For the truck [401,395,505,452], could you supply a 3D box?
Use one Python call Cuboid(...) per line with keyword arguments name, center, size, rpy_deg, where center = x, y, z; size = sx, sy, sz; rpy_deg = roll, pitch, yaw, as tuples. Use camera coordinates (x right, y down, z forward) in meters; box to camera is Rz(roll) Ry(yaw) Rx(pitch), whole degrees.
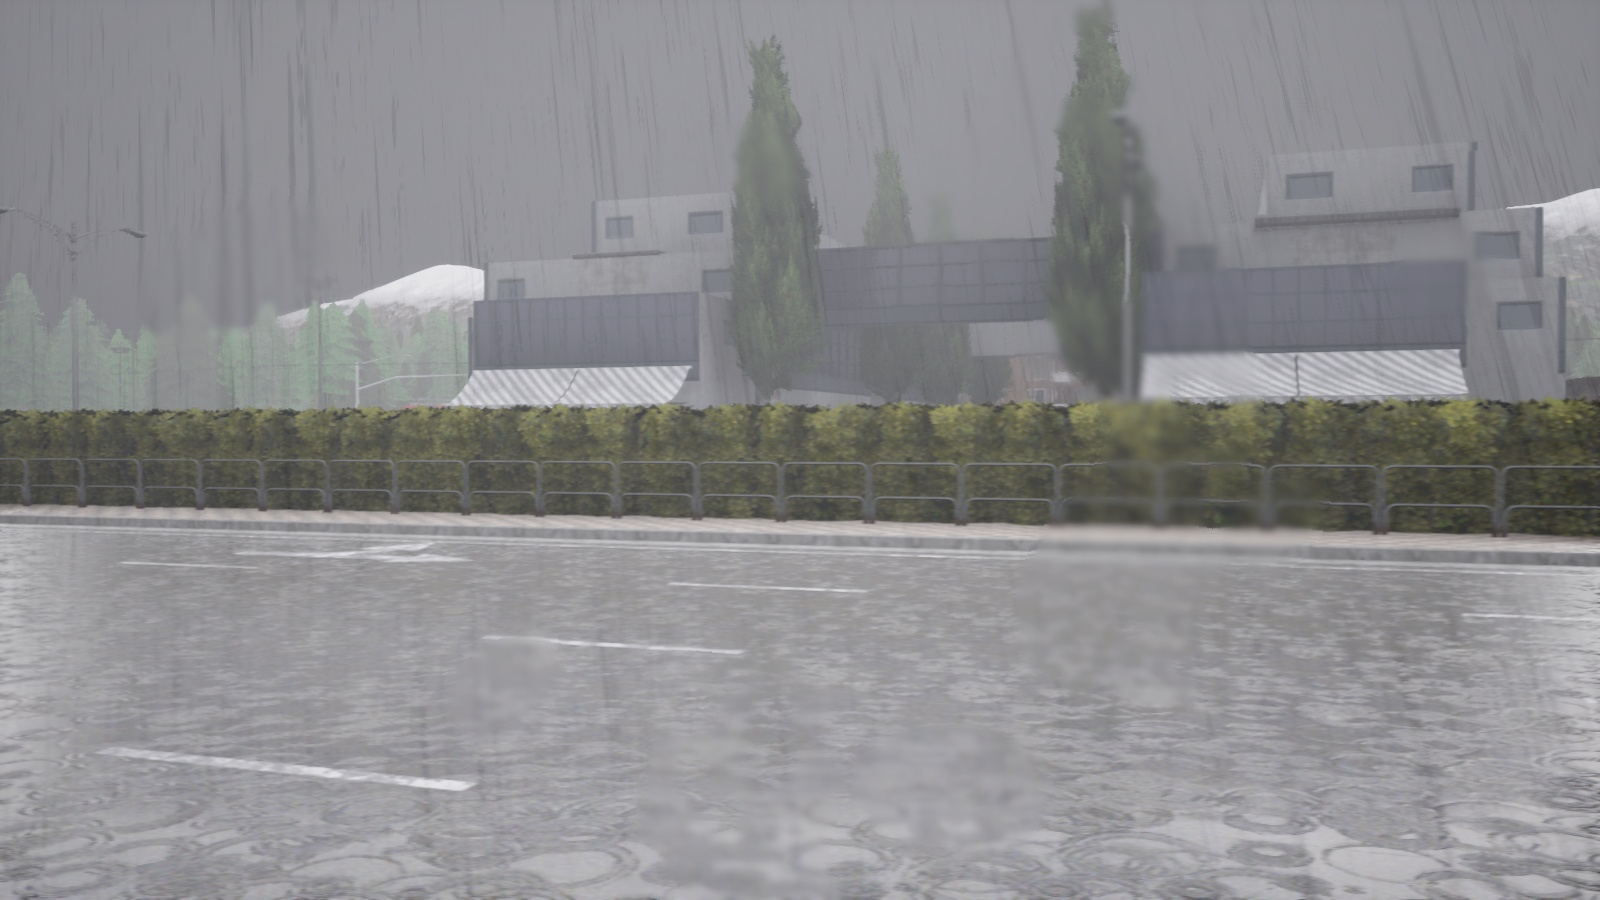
Cuboid(name="truck", center=(-24.321, -1.848, 88.549), size=(2.891, 3.827, 8.468), rpy_deg=(1, 1, 18))
